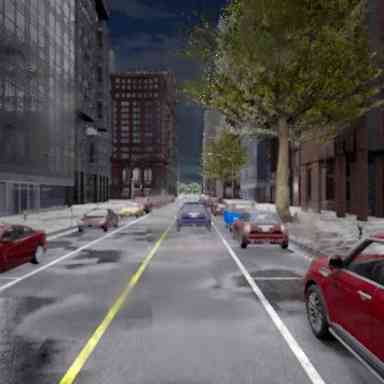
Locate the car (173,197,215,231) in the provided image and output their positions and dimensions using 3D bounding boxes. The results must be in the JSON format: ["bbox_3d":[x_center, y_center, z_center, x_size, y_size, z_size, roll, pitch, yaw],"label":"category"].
[{"bbox_3d":[0.117,1.427,21.483,2.097,1.767,4.553,0,0,0],"label":"car"}]

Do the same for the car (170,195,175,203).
[{"bbox_3d":[-5.604,1.939,76.918,1.947,1.339,4.313,0,0,0],"label":"car"}]

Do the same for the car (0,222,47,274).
[{"bbox_3d":[-5.660,1.578,9.253,1.887,1.381,4.507,0,0,0],"label":"car"}]

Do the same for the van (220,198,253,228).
[{"bbox_3d":[2.875,1.412,20.513,1.690,1.788,3.998,0,0,0],"label":"van"}]

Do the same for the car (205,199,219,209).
[{"bbox_3d":[2.898,1.751,48.709,1.887,1.381,4.507,0,0,0],"label":"car"}]

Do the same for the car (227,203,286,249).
[{"bbox_3d":[2.871,1.492,14.873,1.967,1.590,4.097,0,0,0],"label":"car"}]

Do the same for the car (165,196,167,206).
[{"bbox_3d":[-5.623,1.805,54.364,1.947,1.339,4.313,0,0,0],"label":"car"}]

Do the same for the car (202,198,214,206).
[{"bbox_3d":[2.908,1.835,59.988,1.947,1.339,4.313,0,0,0],"label":"car"}]

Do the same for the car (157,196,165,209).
[{"bbox_3d":[-5.628,1.523,48.726,2.192,1.841,5.009,0,0,0],"label":"car"}]

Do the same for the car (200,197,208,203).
[{"bbox_3d":[2.926,1.991,82.545,1.802,1.307,4.206,0,0,0],"label":"car"}]

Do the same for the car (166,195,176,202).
[{"bbox_3d":[-5.596,1.765,88.196,2.192,1.841,5.009,0,0,0],"label":"car"}]

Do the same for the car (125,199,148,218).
[{"bbox_3d":[-5.642,1.642,31.639,1.752,1.417,4.829,0,0,0],"label":"car"}]

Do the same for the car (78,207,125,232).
[{"bbox_3d":[-5.650,1.655,20.532,1.802,1.307,4.206,0,0,0],"label":"car"}]

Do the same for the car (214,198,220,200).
[{"bbox_3d":[2.888,1.710,37.429,1.947,1.339,4.313,0,0,0],"label":"car"}]

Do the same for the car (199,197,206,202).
[{"bbox_3d":[2.935,2.055,93.825,1.947,1.339,4.313,0,0,0],"label":"car"}]

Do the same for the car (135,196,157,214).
[{"bbox_3d":[-5.637,1.461,37.448,2.192,1.841,5.009,0,0,0],"label":"car"}]

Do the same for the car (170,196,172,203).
[{"bbox_3d":[-5.613,1.848,65.641,1.887,1.381,4.507,0,0,0],"label":"car"}]

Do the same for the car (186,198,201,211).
[{"bbox_3d":[0.139,1.661,44.454,1.882,1.535,5.008,0,-1,0],"label":"car"}]

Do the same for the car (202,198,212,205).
[{"bbox_3d":[2.912,1.828,65.798,1.752,1.417,4.829,0,0,0],"label":"car"}]

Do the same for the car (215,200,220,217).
[{"bbox_3d":[2.884,1.697,31.792,1.802,1.307,4.206,0,0,0],"label":"car"}]

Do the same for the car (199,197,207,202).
[{"bbox_3d":[2.930,2.014,88.184,1.947,1.339,4.313,0,0,0],"label":"car"}]

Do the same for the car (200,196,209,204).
[{"bbox_3d":[2.921,1.811,76.908,1.967,1.590,4.097,0,0,0],"label":"car"}]

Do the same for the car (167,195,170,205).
[{"bbox_3d":[-5.618,1.586,60.003,2.192,1.841,5.009,0,0,0],"label":"car"}]

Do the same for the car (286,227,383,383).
[{"bbox_3d":[2.861,1.327,3.594,2.192,1.841,5.009,0,0,0],"label":"car"}]

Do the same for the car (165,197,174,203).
[{"bbox_3d":[-5.599,1.977,82.556,1.947,1.339,4.313,0,0,0],"label":"car"}]

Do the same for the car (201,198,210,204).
[{"bbox_3d":[2.917,1.918,71.267,1.802,1.307,4.206,0,0,0],"label":"car"}]
